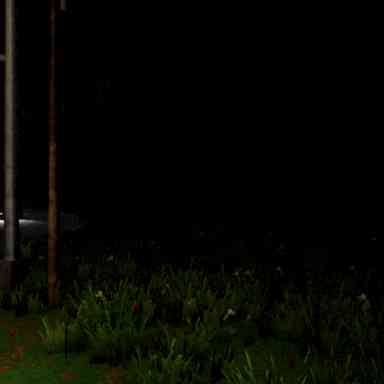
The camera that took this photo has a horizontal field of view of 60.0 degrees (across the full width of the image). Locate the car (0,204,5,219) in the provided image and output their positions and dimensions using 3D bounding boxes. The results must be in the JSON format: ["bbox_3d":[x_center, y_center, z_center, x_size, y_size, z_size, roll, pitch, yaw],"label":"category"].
[{"bbox_3d":[-12.508,1.574,18.700,1.895,1.301,4.718,0,0,-13],"label":"car"}]

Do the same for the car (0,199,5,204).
[{"bbox_3d":[-16.100,1.537,28.019,1.994,1.385,4.181,0,0,-33],"label":"car"}]
